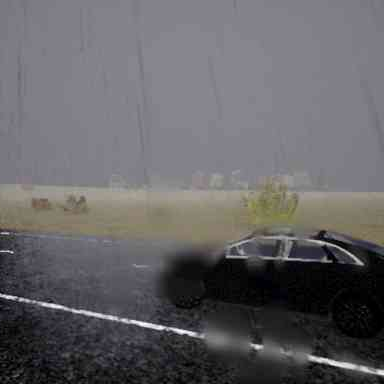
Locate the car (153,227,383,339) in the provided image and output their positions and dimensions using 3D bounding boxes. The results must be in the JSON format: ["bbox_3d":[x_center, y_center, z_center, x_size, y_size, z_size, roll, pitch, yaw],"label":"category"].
[{"bbox_3d":[1.581,1.434,6.328,4.902,1.511,2.128,0,0,25],"label":"car"}]
